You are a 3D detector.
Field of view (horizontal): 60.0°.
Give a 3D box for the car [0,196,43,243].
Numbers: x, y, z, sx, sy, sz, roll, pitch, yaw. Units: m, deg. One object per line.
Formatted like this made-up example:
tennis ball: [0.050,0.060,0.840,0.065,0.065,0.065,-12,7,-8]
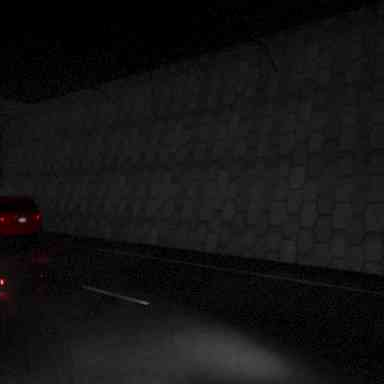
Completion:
car: [-8.833,1.186,14.602,5.566,2.045,2.150,0,0,36]
